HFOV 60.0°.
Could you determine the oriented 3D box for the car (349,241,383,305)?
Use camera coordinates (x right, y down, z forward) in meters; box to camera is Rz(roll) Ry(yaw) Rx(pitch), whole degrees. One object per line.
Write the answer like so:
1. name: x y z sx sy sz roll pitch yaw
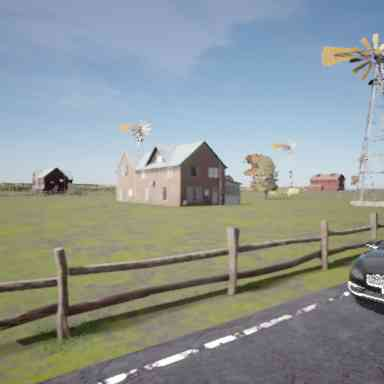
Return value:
1. car: 5.265 1.484 7.243 4.892 1.490 1.837 0 0 -39
